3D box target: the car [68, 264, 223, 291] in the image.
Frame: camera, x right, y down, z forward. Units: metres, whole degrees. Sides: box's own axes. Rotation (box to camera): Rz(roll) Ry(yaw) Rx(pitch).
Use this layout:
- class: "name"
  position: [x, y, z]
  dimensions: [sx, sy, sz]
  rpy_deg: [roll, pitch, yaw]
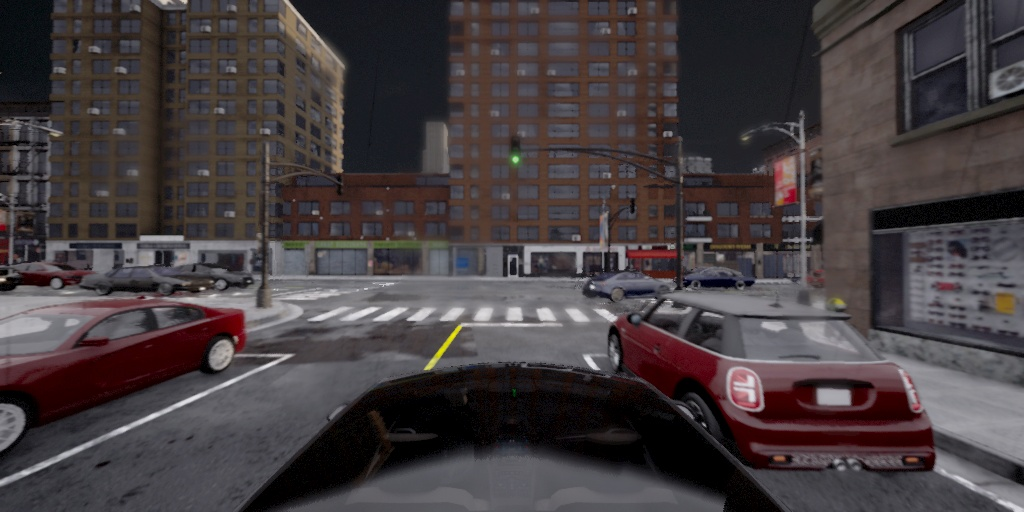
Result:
- class: "car"
  position: [-18.005, 1.208, 17.811]
  dimensions: [5.357, 1.411, 2.033]
  rpy_deg: [0, -1, 0]

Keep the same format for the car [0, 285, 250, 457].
- class: "car"
  position: [-5.860, 1.312, 4.908]
  dimensions: [1.888, 1.381, 4.507]
  rpy_deg: [0, 0, 0]

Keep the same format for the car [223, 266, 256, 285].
- class: "car"
  position: [-17.807, 1.217, 21.061]
  dimensions: [4.892, 1.490, 1.837]
  rpy_deg: [0, -1, 0]

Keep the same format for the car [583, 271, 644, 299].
- class: "car"
  position: [5.483, 1.392, 17.006]
  dimensions: [4.181, 1.385, 1.994]
  rpy_deg: [1, -1, -24]

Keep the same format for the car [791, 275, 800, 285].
- class: "car"
  position: [24.313, 1.745, 27.520]
  dimensions: [4.718, 1.301, 1.895]
  rpy_deg: [0, -1, 0]

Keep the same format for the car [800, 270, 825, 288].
- class: "car"
  position: [23.346, 1.308, 24.285]
  dimensions: [5.566, 2.045, 2.150]
  rpy_deg: [0, -1, 0]

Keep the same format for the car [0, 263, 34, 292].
- class: "car"
  position: [-28.193, 0.815, 17.876]
  dimensions: [5.566, 2.045, 2.150]
  rpy_deg: [0, -1, 0]

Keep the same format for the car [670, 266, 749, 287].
- class: "car"
  position: [15.045, 1.563, 27.577]
  dimensions: [4.902, 1.511, 2.128]
  rpy_deg: [0, -1, 0]

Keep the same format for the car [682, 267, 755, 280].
- class: "car"
  position: [13.582, 1.610, 24.333]
  dimensions: [4.718, 1.301, 1.895]
  rpy_deg: [0, -1, 0]

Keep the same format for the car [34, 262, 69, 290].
- class: "car"
  position: [-27.236, 1.127, 21.115]
  dimensions: [5.008, 1.535, 1.882]
  rpy_deg: [0, -1, 1]

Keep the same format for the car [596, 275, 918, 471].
- class: "car"
  position: [2.666, 1.208, 4.913]
  dimensions: [1.967, 1.591, 4.097]
  rpy_deg: [0, 0, 0]
